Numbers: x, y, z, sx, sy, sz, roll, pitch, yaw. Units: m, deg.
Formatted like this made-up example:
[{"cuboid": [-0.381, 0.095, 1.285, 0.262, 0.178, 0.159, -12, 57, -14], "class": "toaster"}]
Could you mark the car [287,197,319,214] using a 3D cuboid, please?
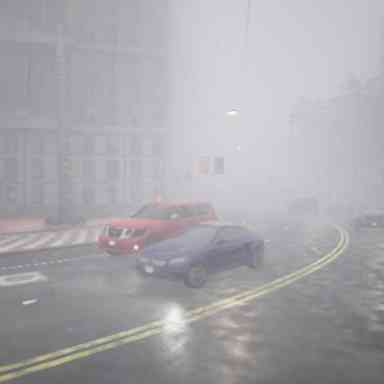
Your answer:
[{"cuboid": [13.807, 1.684, 41.598, 2.150, 2.045, 5.566, 0, -1, -6], "class": "car"}]

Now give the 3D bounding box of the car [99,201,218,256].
[{"cuboid": [-1.011, 1.390, 13.399, 2.150, 2.045, 5.566, -1, -1, 37], "class": "car"}]

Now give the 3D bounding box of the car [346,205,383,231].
[{"cuboid": [11.571, 1.758, 21.889, 1.812, 1.442, 4.674, 0, -1, 19], "class": "car"}]

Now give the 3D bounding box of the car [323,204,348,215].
[{"cuboid": [17.457, 2.029, 39.641, 1.895, 1.301, 4.718, 0, -1, -2], "class": "car"}]

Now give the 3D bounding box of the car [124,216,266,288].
[{"cuboid": [0.500, 1.646, 9.851, 1.812, 1.442, 4.674, -1, -1, 41], "class": "car"}]
